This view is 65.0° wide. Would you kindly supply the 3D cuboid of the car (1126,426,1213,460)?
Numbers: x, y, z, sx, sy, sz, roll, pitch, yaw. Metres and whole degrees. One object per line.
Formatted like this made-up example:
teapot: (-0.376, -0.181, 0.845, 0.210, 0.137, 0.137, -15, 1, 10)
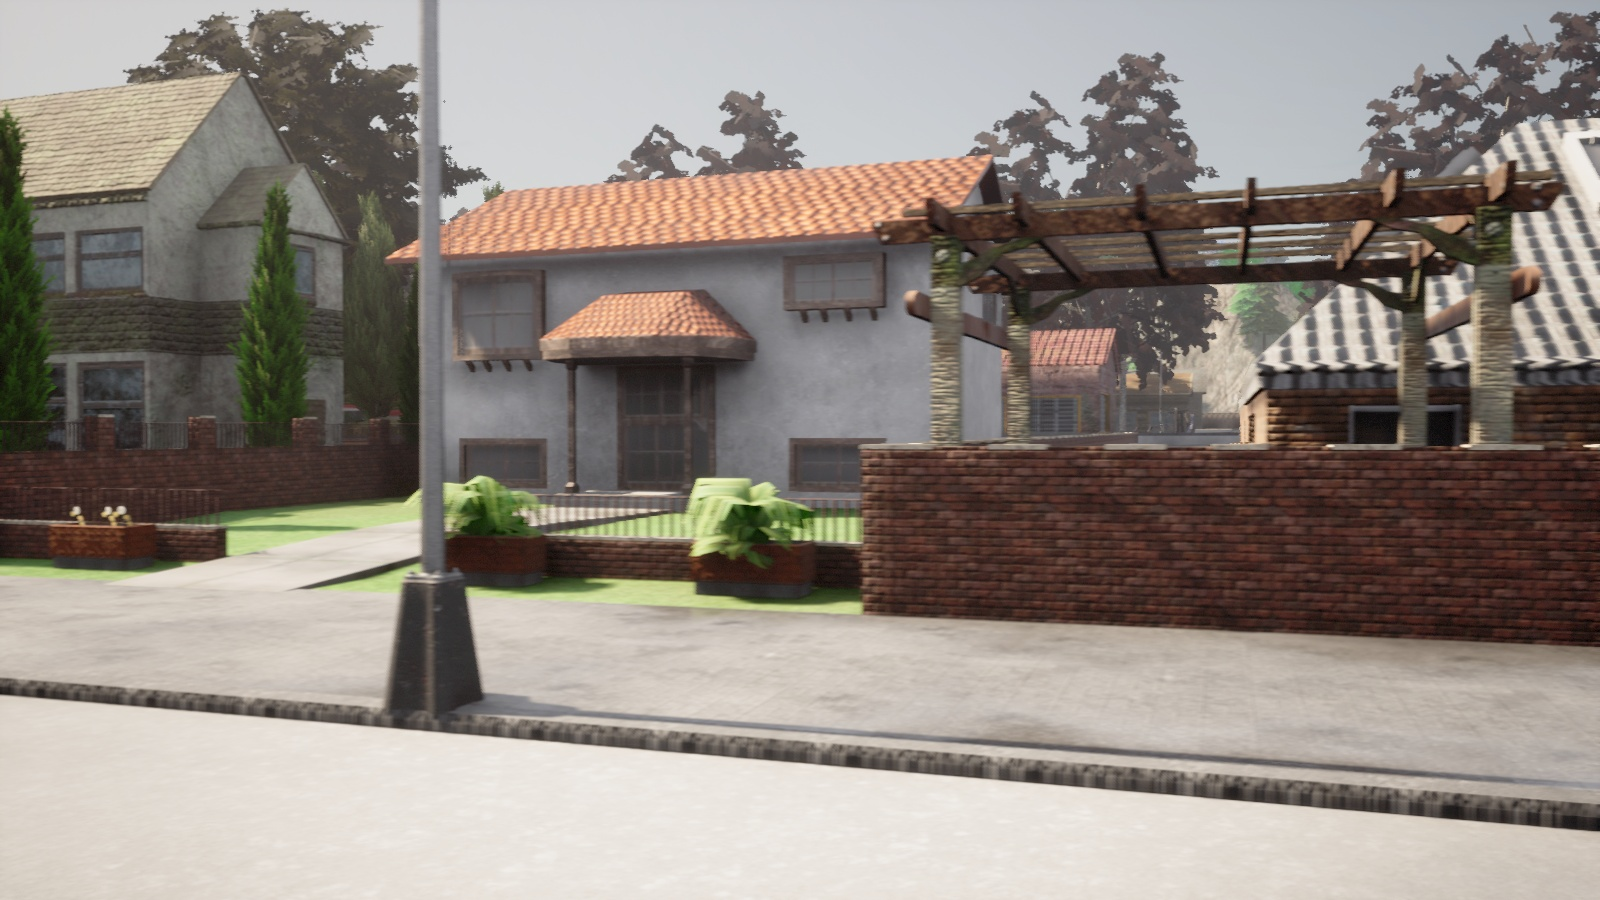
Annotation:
car: (20.784, -0.409, 70.584, 4.605, 1.855, 1.932, 1, 1, 19)
